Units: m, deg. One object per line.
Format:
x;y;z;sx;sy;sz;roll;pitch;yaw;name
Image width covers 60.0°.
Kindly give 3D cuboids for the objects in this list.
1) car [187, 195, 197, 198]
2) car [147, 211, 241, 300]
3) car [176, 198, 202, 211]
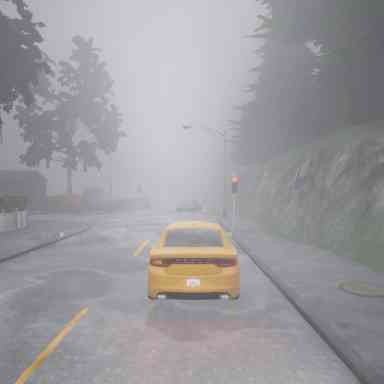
0.015;1.478;71.253;1.882;1.535;5.008;0;0;0;car
0.048;1.478;8.463;1.882;1.535;5.008;0;0;1;car
-0.254;1.601;36.453;1.895;1.301;4.718;0;0;14;car
